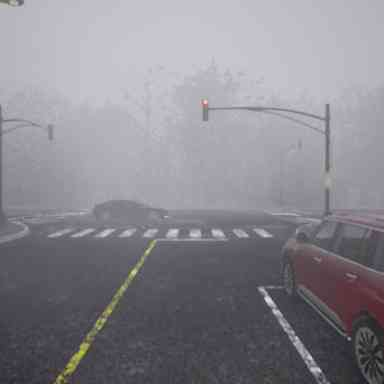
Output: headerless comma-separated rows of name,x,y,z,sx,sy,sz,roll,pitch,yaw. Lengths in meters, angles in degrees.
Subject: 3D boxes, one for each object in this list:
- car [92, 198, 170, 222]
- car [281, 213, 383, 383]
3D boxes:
car,-3.831,1.177,21.200,4.892,1.490,1.837,1,1,1
car,2.841,1.217,4.902,2.192,1.841,5.009,1,1,0
